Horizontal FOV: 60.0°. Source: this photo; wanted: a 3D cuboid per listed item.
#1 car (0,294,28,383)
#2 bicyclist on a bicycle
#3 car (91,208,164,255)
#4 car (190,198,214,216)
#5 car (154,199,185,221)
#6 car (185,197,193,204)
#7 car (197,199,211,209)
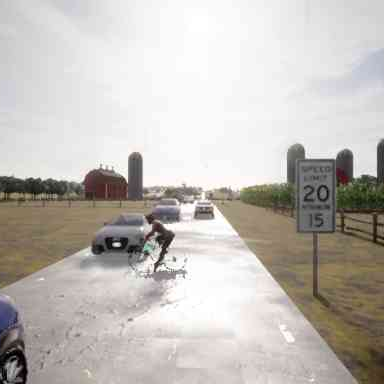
[{"bbox_3d":[-2.833,1.352,1.611,2.097,1.767,4.553,0,0,2],"label":"car"},{"bbox_3d":[-0.988,1.455,9.336,1.656,1.620,0.582,-2,0,2],"label":"bicyclist on a bicycle"},{"bbox_3d":[-2.445,1.562,13.071,1.994,1.385,4.181,0,0,2],"label":"car"},{"bbox_3d":[1.184,1.549,32.135,2.033,1.411,5.357,0,0,2],"label":"car"},{"bbox_3d":[-1.936,1.349,26.818,2.097,1.767,4.553,0,0,2],"label":"car"},{"bbox_3d":[-0.603,1.642,63.390,2.128,1.511,4.902,0,0,3],"label":"car"},{"bbox_3d":[1.710,1.651,46.893,1.895,1.301,4.718,0,0,2],"label":"car"}]
